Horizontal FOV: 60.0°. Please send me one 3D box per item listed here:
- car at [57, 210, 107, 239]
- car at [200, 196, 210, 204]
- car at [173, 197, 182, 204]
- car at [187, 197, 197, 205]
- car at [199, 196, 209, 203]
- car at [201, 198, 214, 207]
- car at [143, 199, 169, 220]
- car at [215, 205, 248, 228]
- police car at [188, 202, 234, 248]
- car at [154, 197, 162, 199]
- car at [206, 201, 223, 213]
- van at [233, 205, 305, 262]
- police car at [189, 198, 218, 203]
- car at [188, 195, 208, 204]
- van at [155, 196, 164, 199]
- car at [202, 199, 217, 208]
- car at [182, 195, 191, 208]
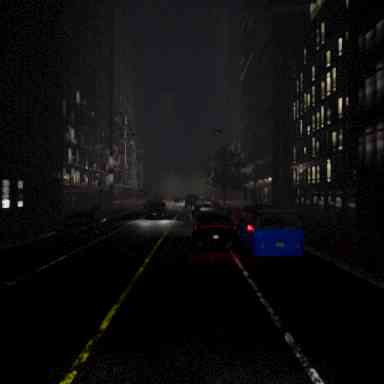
[{"bbox_3d":[-5.688,1.651,17.699,1.802,1.307,4.206,0,0,0],"label":"car"},{"bbox_3d":[2.705,1.678,68.927,1.967,1.590,4.097,0,0,0],"label":"car"},{"bbox_3d":[-2.986,1.705,71.338,1.882,1.535,5.008,0,0,0],"label":"car"},{"bbox_3d":[0.013,1.732,65.784,1.837,1.490,4.892,0,0,0],"label":"car"},{"bbox_3d":[2.706,1.691,74.619,1.967,1.590,4.097,0,0,0],"label":"car"},{"bbox_3d":[2.702,1.761,57.542,2.008,1.369,4.403,0,0,0],"label":"car"},{"bbox_3d":[-3.091,1.621,29.987,1.837,1.490,4.892,0,0,0],"label":"car"},{"bbox_3d":[2.695,1.673,23.387,1.802,1.307,4.206,0,0,0],"label":"car"},{"bbox_3d":[0.903,1.484,15.133,1.930,1.638,5.238,0,0,0],"label":"police car"},{"bbox_3d":[-5.681,1.728,46.162,2.008,1.369,4.403,0,0,0],"label":"car"},{"bbox_3d":[2.698,1.738,40.464,1.802,1.307,4.206,0,0,0],"label":"car"},{"bbox_3d":[2.692,1.388,12.004,1.690,1.788,3.998,0,0,0],"label":"van"},{"bbox_3d":[0.905,1.523,25.132,1.930,1.638,5.238,0,0,0],"label":"police car"},{"bbox_3d":[0.905,1.471,30.993,2.097,1.767,4.553,0,0,0],"label":"car"},{"bbox_3d":[-5.678,1.552,57.548,1.690,1.788,3.998,0,0,0],"label":"van"},{"bbox_3d":[2.701,1.745,51.849,2.008,1.369,4.403,0,0,0],"label":"car"},{"bbox_3d":[0.010,1.413,50.815,2.150,2.045,5.566,0,0,0],"label":"car"}]
